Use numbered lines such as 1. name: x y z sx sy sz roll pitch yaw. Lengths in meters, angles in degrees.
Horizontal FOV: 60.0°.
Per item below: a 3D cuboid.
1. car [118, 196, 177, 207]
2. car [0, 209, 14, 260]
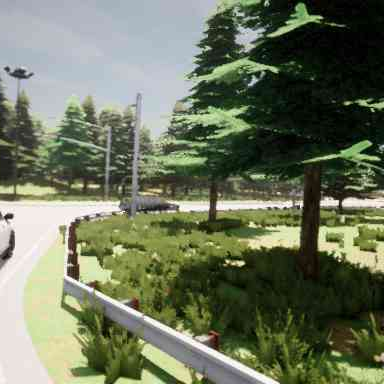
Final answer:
1. car: -3.550 1.099 28.359 5.357 1.411 2.033 1 3 -39
2. car: -6.255 1.155 8.923 2.150 2.045 5.566 2 0 -22
